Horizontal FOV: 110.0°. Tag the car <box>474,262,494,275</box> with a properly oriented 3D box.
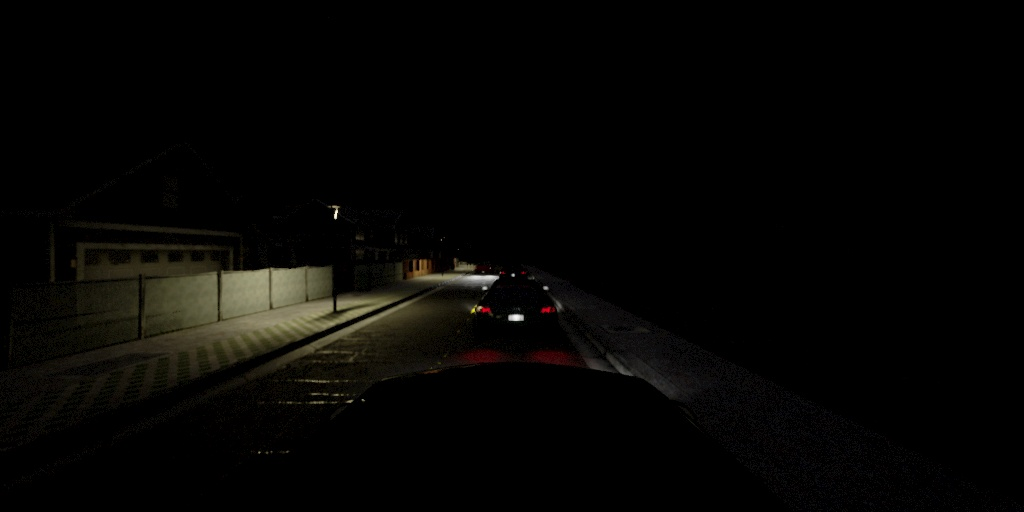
[{"bbox_3d":[-2.881,1.279,38.048,1.895,1.301,4.718,0,0,0],"label":"car"}]

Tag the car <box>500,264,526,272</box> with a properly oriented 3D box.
[{"bbox_3d":[0.079,1.266,26.387,1.994,1.385,4.181,0,0,0],"label":"car"}]

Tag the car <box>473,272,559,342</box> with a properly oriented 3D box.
[{"bbox_3d":[0.092,1.298,9.744,1.994,1.385,4.181,0,0,0],"label":"car"}]
